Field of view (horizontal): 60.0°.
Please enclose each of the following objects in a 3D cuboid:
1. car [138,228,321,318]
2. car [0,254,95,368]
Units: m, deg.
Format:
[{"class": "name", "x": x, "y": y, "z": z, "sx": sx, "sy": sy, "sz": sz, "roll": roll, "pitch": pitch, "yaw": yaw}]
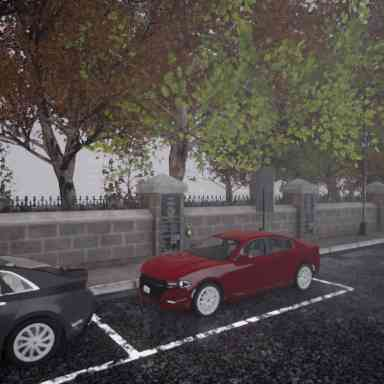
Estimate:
[{"class": "car", "x": 0.999, "y": 1.545, "z": 7.414, "sx": 4.507, "sy": 1.381, "sz": 1.887, "roll": 0, "pitch": 0, "yaw": -35}, {"class": "car", "x": -3.489, "y": 1.551, "z": 4.166, "sx": 4.403, "sy": 1.369, "sz": 2.008, "roll": 0, "pitch": 0, "yaw": -35}]
